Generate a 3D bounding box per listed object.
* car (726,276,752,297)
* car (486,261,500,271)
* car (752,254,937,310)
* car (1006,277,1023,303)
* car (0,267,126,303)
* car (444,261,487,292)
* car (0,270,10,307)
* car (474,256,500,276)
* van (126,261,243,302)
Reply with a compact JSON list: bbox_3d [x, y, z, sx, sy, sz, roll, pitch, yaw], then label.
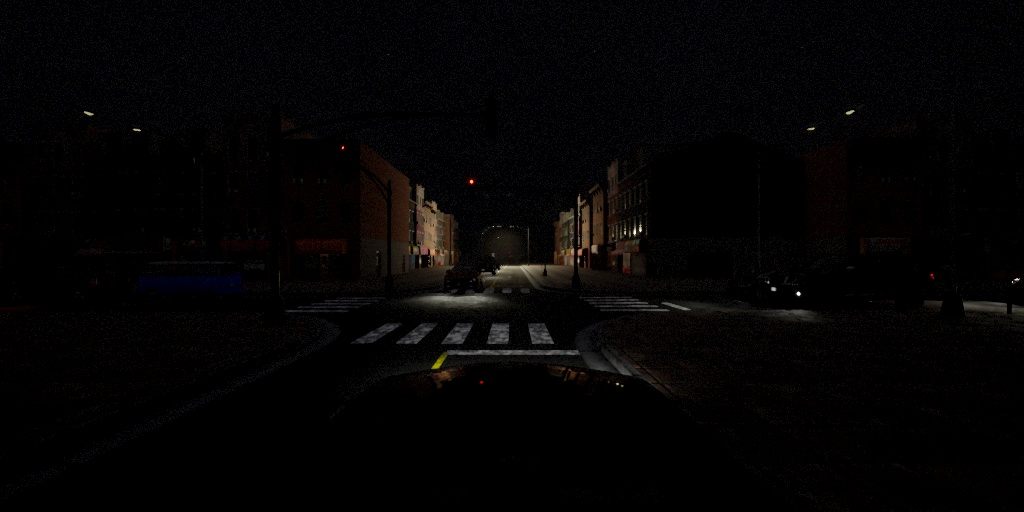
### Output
[{"bbox_3d":[12.287,1.268,16.538,4.403,1.370,2.007,0,0,0],"label":"car"},{"bbox_3d":[-2.730,1.392,52.767,1.895,1.301,4.718,0,0,0],"label":"car"},{"bbox_3d":[12.973,0.936,14.003,5.566,2.045,2.150,0,0,0],"label":"car"},{"bbox_3d":[22.657,1.049,14.026,4.553,1.767,2.097,0,0,0],"label":"car"},{"bbox_3d":[-20.190,1.240,16.446,4.097,1.591,1.967,0,0,0],"label":"car"},{"bbox_3d":[-2.812,1.240,21.553,1.882,1.535,5.008,0,0,0],"label":"car"},{"bbox_3d":[-23.192,1.311,13.894,4.892,1.490,1.837,0,0,0],"label":"car"},{"bbox_3d":[-2.780,0.998,37.920,2.150,2.045,5.566,0,0,0],"label":"car"},{"bbox_3d":[-14.715,1.126,16.461,3.998,1.789,1.690,0,0,0],"label":"van"}]
